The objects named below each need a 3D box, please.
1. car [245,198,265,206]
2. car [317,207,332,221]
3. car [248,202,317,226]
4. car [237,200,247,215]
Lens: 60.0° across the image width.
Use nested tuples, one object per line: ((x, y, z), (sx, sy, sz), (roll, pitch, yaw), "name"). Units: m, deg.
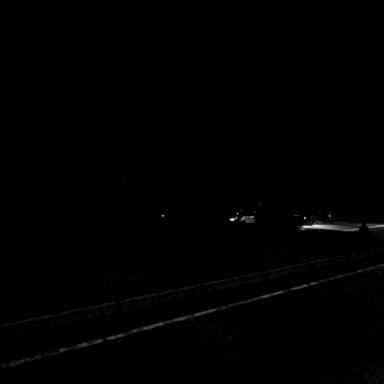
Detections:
((7.062, 1.616, 40.525), (2.097, 1.767, 4.553), (0, -1, -42), "car")
((8.938, 1.586, 27.233), (2.128, 1.511, 4.902), (0, -1, -39), "car")
((6.580, 1.651, 24.583), (1.994, 1.385, 4.181), (0, -1, -39), "car")
((2.687, 1.787, 34.647), (2.033, 1.411, 5.357), (0, -1, -42), "car")
